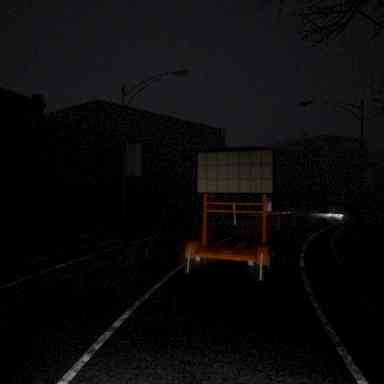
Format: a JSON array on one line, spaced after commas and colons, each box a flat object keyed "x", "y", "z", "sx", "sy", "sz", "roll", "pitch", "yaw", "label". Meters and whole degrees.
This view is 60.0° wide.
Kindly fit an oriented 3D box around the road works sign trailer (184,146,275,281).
[{"x": 1.317, "y": 0.460, "z": 10.107, "sx": 2.380, "sy": 3.560, "sz": 2.880, "roll": 0, "pitch": 0, "yaw": 21, "label": "road works sign trailer"}]

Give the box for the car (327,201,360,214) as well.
[{"x": 16.296, "y": 1.610, "z": 35.452, "sx": 4.181, "sy": 1.385, "sz": 1.994, "roll": 0, "pitch": 1, "yaw": -35, "label": "car"}]

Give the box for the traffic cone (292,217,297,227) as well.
[{"x": 6.745, "y": 1.967, "z": 21.902, "sx": 0.340, "sy": 0.580, "sz": 0.340, "roll": 1, "pitch": 0, "yaw": 23, "label": "traffic cone"}]

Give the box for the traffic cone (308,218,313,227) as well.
[{"x": 7.666, "y": 1.979, "z": 21.513, "sx": 0.340, "sy": 0.580, "sz": 0.340, "roll": 1, "pitch": 0, "yaw": 23, "label": "traffic cone"}]
